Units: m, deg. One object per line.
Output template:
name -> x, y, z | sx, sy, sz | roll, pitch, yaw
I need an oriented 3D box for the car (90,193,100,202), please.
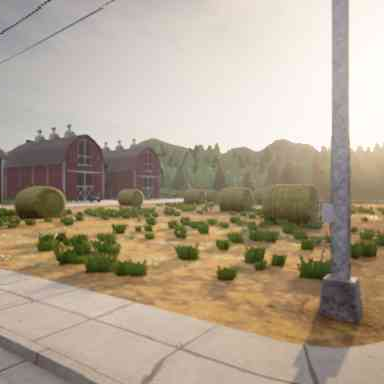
car -> -20.405, 1.187, 70.306 | 1.905, 1.878, 3.866 | 6, 1, -10
